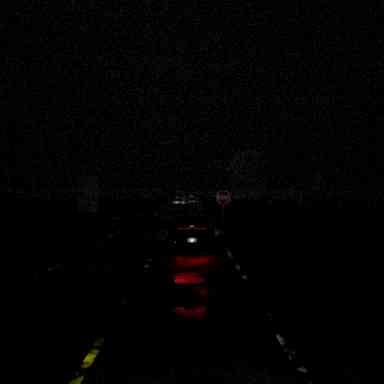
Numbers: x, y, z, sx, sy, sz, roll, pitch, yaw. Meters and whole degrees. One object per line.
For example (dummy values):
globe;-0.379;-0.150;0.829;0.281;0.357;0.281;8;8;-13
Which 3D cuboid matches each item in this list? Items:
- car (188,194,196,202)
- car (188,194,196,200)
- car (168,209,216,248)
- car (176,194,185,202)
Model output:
car;0.000;1.478;74.579;1.994;1.385;4.181;0;0;0
car;0.000;1.388;87.914;2.128;1.511;4.902;0;0;0
car;0.000;1.518;14.650;1.837;1.490;4.892;0;0;0
car;-2.750;1.374;78.586;2.097;1.767;4.553;0;0;0
